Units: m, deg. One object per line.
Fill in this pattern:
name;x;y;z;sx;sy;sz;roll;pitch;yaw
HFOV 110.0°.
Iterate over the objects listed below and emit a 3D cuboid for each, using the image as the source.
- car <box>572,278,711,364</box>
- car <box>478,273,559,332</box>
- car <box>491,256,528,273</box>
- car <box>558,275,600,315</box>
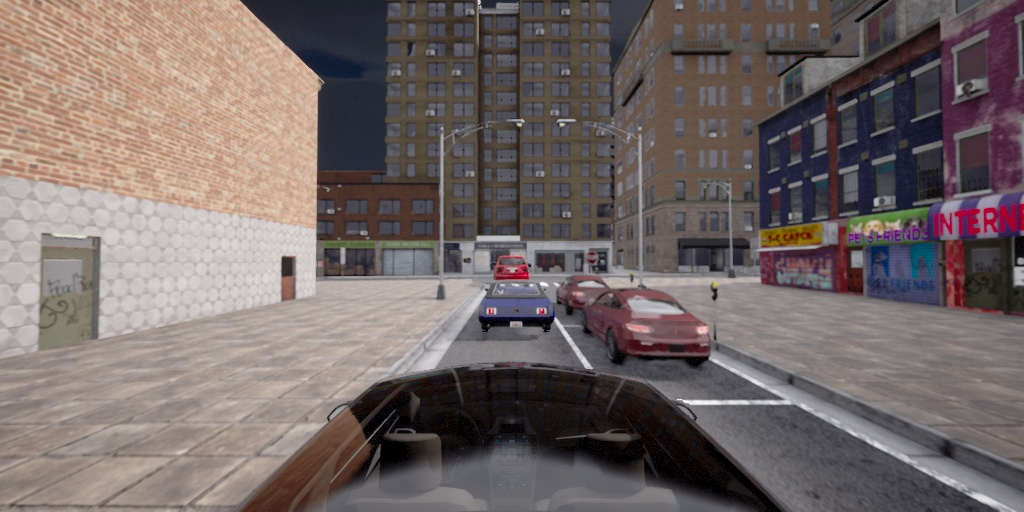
car;2.638;1.339;7.831;1.802;1.307;4.207;0;0;0
car;0.106;1.361;10.855;1.895;1.301;4.718;0;0;0
car;-0.163;0.994;24.309;2.150;2.045;5.566;0;0;-4
car;2.637;1.345;13.269;1.802;1.307;4.207;0;0;0
